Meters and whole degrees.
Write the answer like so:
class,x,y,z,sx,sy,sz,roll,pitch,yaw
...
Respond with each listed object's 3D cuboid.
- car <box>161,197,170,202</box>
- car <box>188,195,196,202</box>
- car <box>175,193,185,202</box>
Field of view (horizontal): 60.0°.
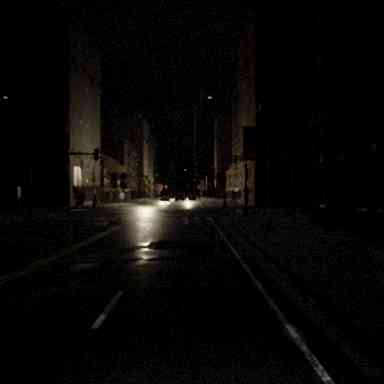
class,x,y,z,sx,sy,sz,roll,pitch,yaw
car,-6.471,1.812,80.134,1.895,1.301,4.718,0,0,0
car,0.031,1.734,86.770,1.837,1.490,4.892,0,0,0
car,-3.219,1.459,86.801,2.150,2.045,5.566,0,0,0
